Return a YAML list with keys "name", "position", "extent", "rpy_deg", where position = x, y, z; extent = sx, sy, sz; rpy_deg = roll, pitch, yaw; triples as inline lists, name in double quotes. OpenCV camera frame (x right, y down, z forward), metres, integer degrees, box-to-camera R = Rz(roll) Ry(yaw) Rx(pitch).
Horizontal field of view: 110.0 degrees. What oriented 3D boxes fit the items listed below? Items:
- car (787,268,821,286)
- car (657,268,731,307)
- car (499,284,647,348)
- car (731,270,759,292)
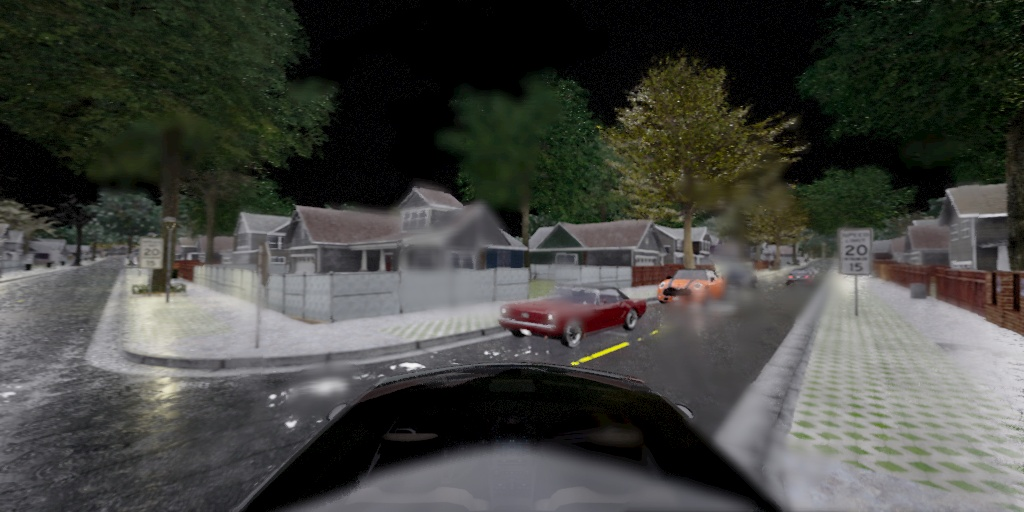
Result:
- name: "car"
  position: [25.550, 1.859, 31.576]
  extent: [2.033, 1.411, 5.357]
  rpy_deg: [-1, -1, 43]
- name: "car"
  position: [8.819, 1.387, 17.496]
  extent: [2.097, 1.767, 4.553]
  rpy_deg: [-1, -1, 42]
- name: "car"
  position: [1.852, 1.484, 9.909]
  extent: [1.895, 1.301, 4.718]
  rpy_deg: [-1, -1, 44]
- name: "car"
  position: [16.516, 1.752, 25.947]
  extent: [2.033, 1.411, 5.357]
  rpy_deg: [-1, -1, 42]
